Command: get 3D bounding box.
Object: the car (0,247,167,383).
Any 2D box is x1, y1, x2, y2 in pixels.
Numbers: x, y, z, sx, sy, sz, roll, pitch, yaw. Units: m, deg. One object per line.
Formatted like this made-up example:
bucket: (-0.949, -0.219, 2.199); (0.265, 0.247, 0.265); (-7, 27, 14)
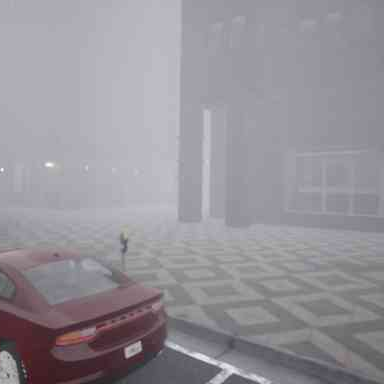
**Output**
car: (-2.387, 1.479, 4.838); (4.507, 1.381, 1.887); (1, 1, 37)
